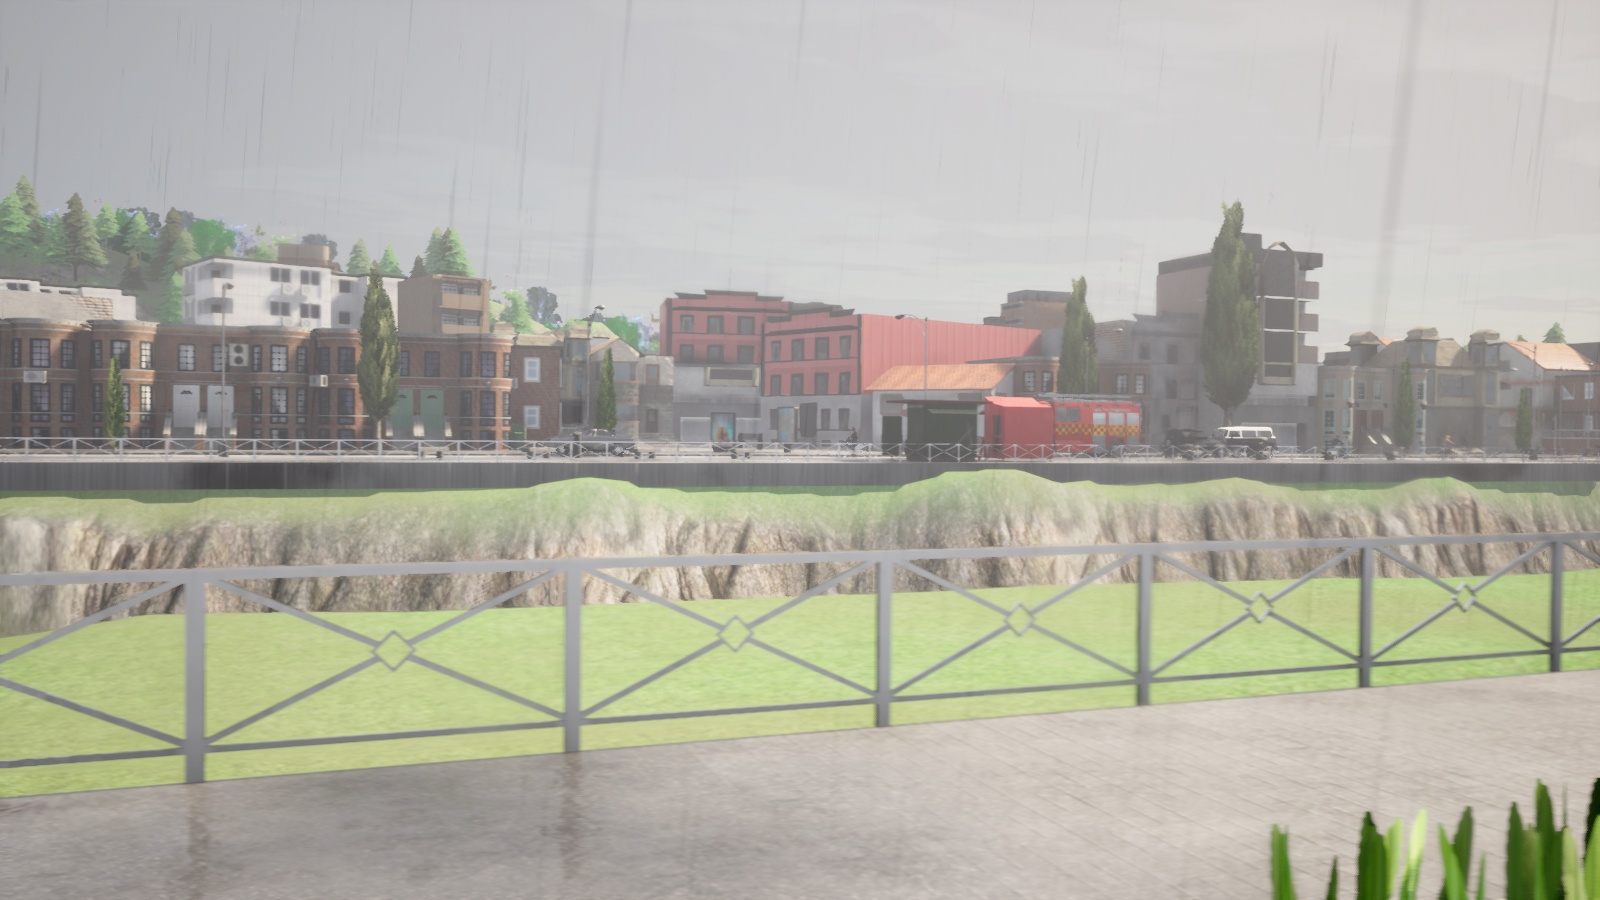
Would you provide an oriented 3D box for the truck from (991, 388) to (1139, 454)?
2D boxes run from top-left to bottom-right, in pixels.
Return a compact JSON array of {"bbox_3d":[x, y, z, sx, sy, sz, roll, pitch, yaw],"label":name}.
[{"bbox_3d":[15.994,-1.774,75.820,8.468,3.827,2.891,-1,1,-19],"label":"truck"}]

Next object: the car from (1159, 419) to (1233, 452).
[{"bbox_3d":[23.472,-0.871,74.430,3.866,1.878,1.905,-1,1,-21],"label":"car"}]

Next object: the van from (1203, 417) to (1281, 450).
[{"bbox_3d":[28.359,-1.097,80.567,4.480,2.038,2.069,-1,1,-21],"label":"van"}]

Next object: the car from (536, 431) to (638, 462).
[{"bbox_3d":[-11.110,-0.193,65.552,4.902,1.511,2.128,-1,1,-21],"label":"car"}]
